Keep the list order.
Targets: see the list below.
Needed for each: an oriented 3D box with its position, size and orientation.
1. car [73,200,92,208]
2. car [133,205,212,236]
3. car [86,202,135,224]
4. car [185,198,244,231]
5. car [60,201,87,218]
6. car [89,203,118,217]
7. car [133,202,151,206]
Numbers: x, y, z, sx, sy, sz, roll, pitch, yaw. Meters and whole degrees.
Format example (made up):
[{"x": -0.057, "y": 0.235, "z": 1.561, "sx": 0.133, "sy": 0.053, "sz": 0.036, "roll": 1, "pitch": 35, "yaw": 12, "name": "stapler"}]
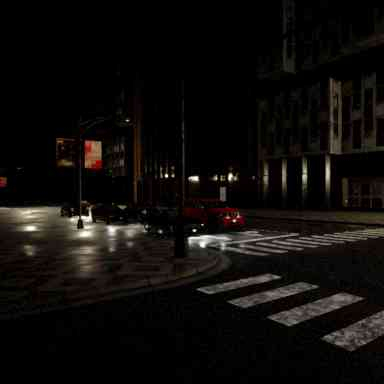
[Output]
[{"x": -21.964, "y": 2.406, "z": 66.459, "sx": 2.033, "sy": 1.411, "sz": 5.357, "roll": 0, "pitch": -1, "yaw": -36, "name": "car"}, {"x": -1.411, "y": 1.793, "z": 20.665, "sx": 2.033, "sy": 1.411, "sz": 5.357, "roll": 0, "pitch": -1, "yaw": -36, "name": "car"}, {"x": -7.101, "y": 1.855, "z": 28.616, "sx": 1.882, "sy": 1.535, "sz": 5.008, "roll": 0, "pitch": -1, "yaw": -36, "name": "car"}, {"x": 1.074, "y": 1.455, "z": 22.822, "sx": 2.150, "sy": 2.045, "sz": 5.566, "roll": 0, "pitch": -1, "yaw": -34, "name": "car"}, {"x": -13.012, "y": 1.867, "z": 36.887, "sx": 2.097, "sy": 1.767, "sz": 4.553, "roll": 0, "pitch": -1, "yaw": -35, "name": "car"}, {"x": -10.365, "y": 2.024, "z": 38.771, "sx": 1.812, "sy": 1.442, "sz": 4.674, "roll": 0, "pitch": -1, "yaw": -35, "name": "car"}, {"x": -4.582, "y": 1.716, "z": 30.686, "sx": 2.097, "sy": 1.767, "sz": 4.553, "roll": 0, "pitch": -1, "yaw": -36, "name": "car"}]
